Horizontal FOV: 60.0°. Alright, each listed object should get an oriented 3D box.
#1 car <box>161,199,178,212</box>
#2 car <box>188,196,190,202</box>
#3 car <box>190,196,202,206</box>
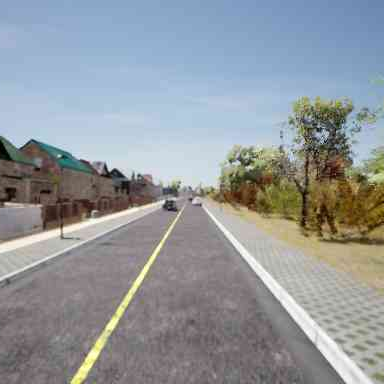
[{"bbox_3d":[-2.840,1.720,43.216,1.837,1.490,4.892,0,0,0],"label":"car"},{"bbox_3d":[-0.014,1.732,81.269,2.033,1.411,5.357,0,0,0],"label":"car"},{"bbox_3d":[0.950,1.821,61.850,1.812,1.442,4.674,0,0,0],"label":"car"}]
